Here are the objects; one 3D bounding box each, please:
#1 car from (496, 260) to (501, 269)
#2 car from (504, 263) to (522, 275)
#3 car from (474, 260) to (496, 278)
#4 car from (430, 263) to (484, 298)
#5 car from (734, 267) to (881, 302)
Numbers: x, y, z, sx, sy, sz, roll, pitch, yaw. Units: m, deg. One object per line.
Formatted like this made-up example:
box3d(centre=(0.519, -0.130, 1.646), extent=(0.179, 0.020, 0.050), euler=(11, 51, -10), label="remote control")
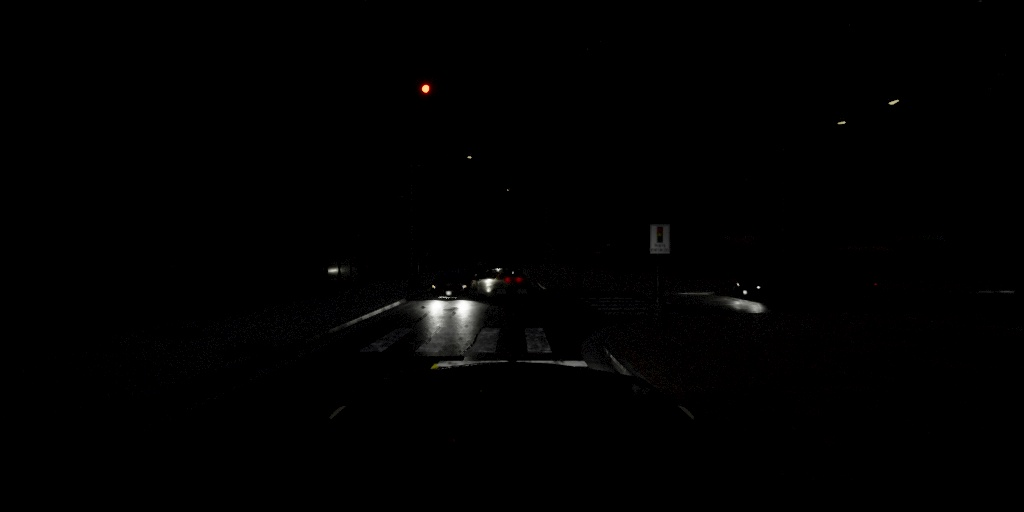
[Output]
box3d(centre=(-2.824, 1.331, 58.601), extent=(2.033, 1.411, 5.357), euler=(0, 0, 1), label="car")
box3d(centre=(0.080, 1.361, 38.184), extent=(1.895, 1.301, 4.718), euler=(0, 0, 0), label="car")
box3d(centre=(-2.865, 1.235, 33.731), extent=(1.882, 1.535, 5.008), euler=(0, 1, 0), label="car")
box3d(centre=(-2.860, 1.297, 18.850), extent=(2.033, 1.411, 5.357), euler=(0, 0, 0), label="car")
box3d(centre=(13.031, 1.215, 15.952), extent=(5.357, 1.411, 2.033), euler=(0, 0, 0), label="car")
